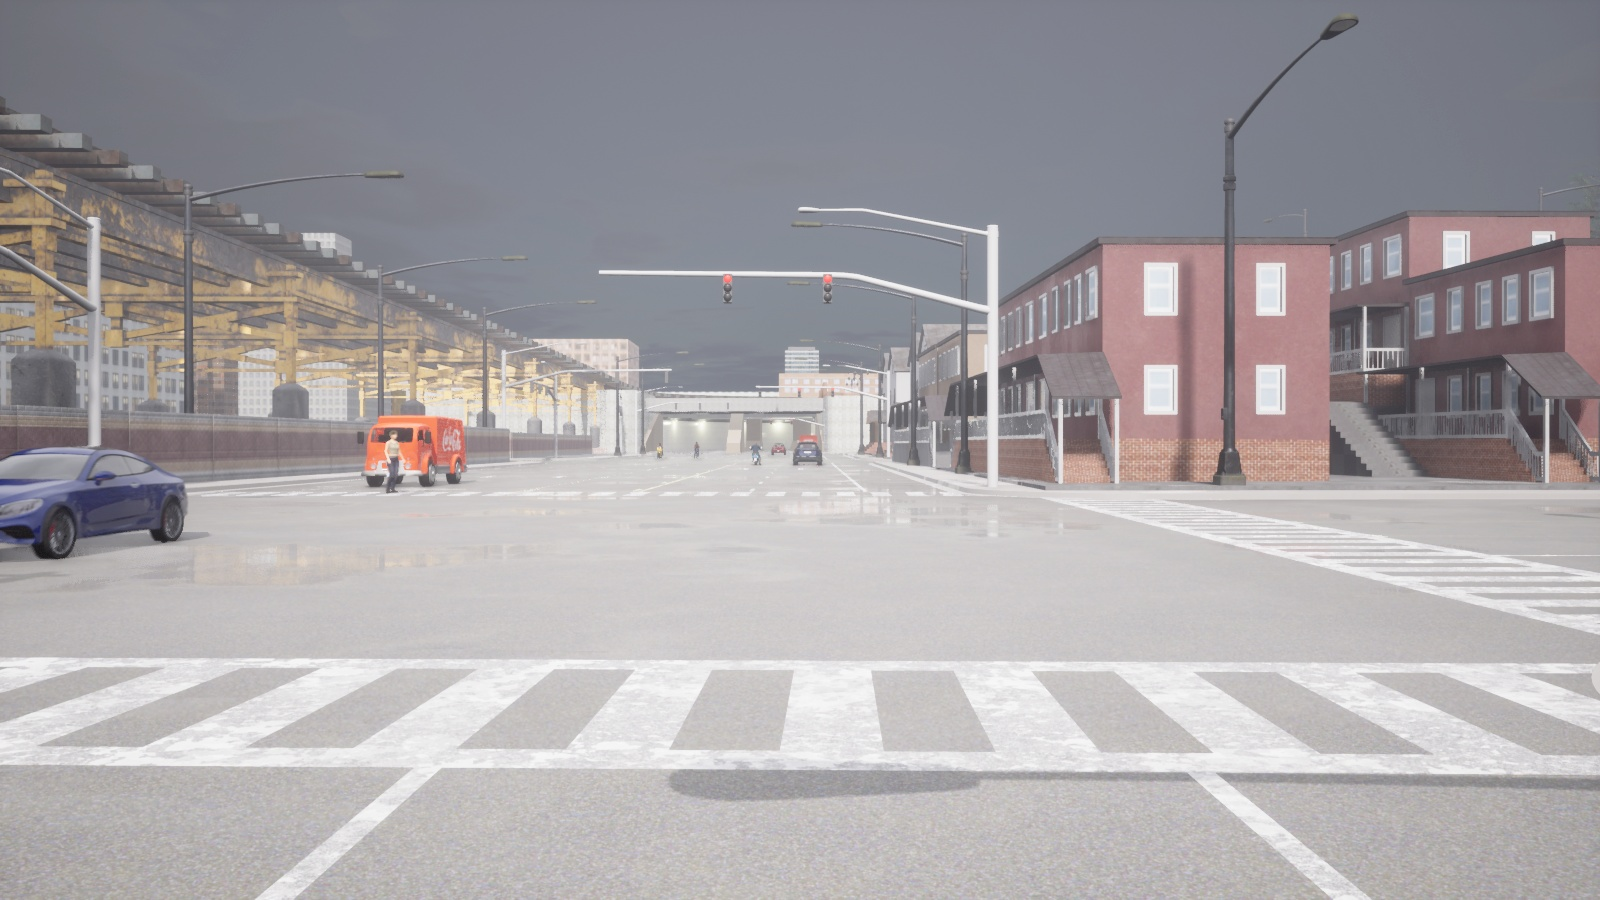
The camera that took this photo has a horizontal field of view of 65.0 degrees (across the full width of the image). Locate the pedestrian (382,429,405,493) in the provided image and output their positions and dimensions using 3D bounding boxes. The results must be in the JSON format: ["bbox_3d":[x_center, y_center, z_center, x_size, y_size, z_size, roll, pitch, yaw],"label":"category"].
[{"bbox_3d":[-11.852,0.315,36.606,0.594,1.836,0.345,0,0,35],"label":"pedestrian"}]

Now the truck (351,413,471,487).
[{"bbox_3d":[-13.721,0.005,44.663,2.627,2.467,5.204,0,0,0],"label":"truck"}]

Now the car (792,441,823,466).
[{"bbox_3d":[0.515,0.201,84.301,2.033,1.649,4.856,0,0,0],"label":"car"}]

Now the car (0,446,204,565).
[{"bbox_3d":[-10.380,0.664,17.603,1.812,1.442,4.674,0,0,0],"label":"car"}]
